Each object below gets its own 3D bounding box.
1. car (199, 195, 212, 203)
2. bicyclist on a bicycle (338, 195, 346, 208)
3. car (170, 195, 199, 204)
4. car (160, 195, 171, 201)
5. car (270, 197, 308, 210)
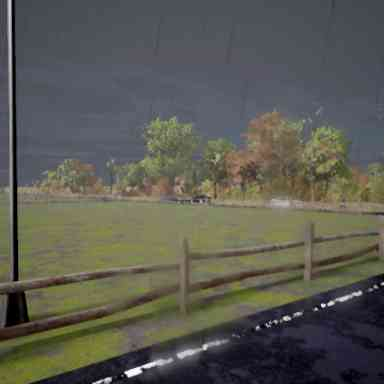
[{"bbox_3d":[1.496,1.209,58.345,1.882,1.535,5.008,-1,0,-34],"label":"car"},{"bbox_3d":[17.985,1.149,39.769,1.656,1.620,0.582,-1,1,-34],"label":"bicyclist on a bicycle"},{"bbox_3d":[-1.298,1.354,57.410,1.895,1.301,4.718,-1,0,-34],"label":"car"},{"bbox_3d":[-4.423,1.274,66.876,2.033,1.411,5.357,-1,0,-34],"label":"car"},{"bbox_3d":[11.280,1.276,38.985,1.812,1.442,4.674,-1,0,-34],"label":"car"}]
